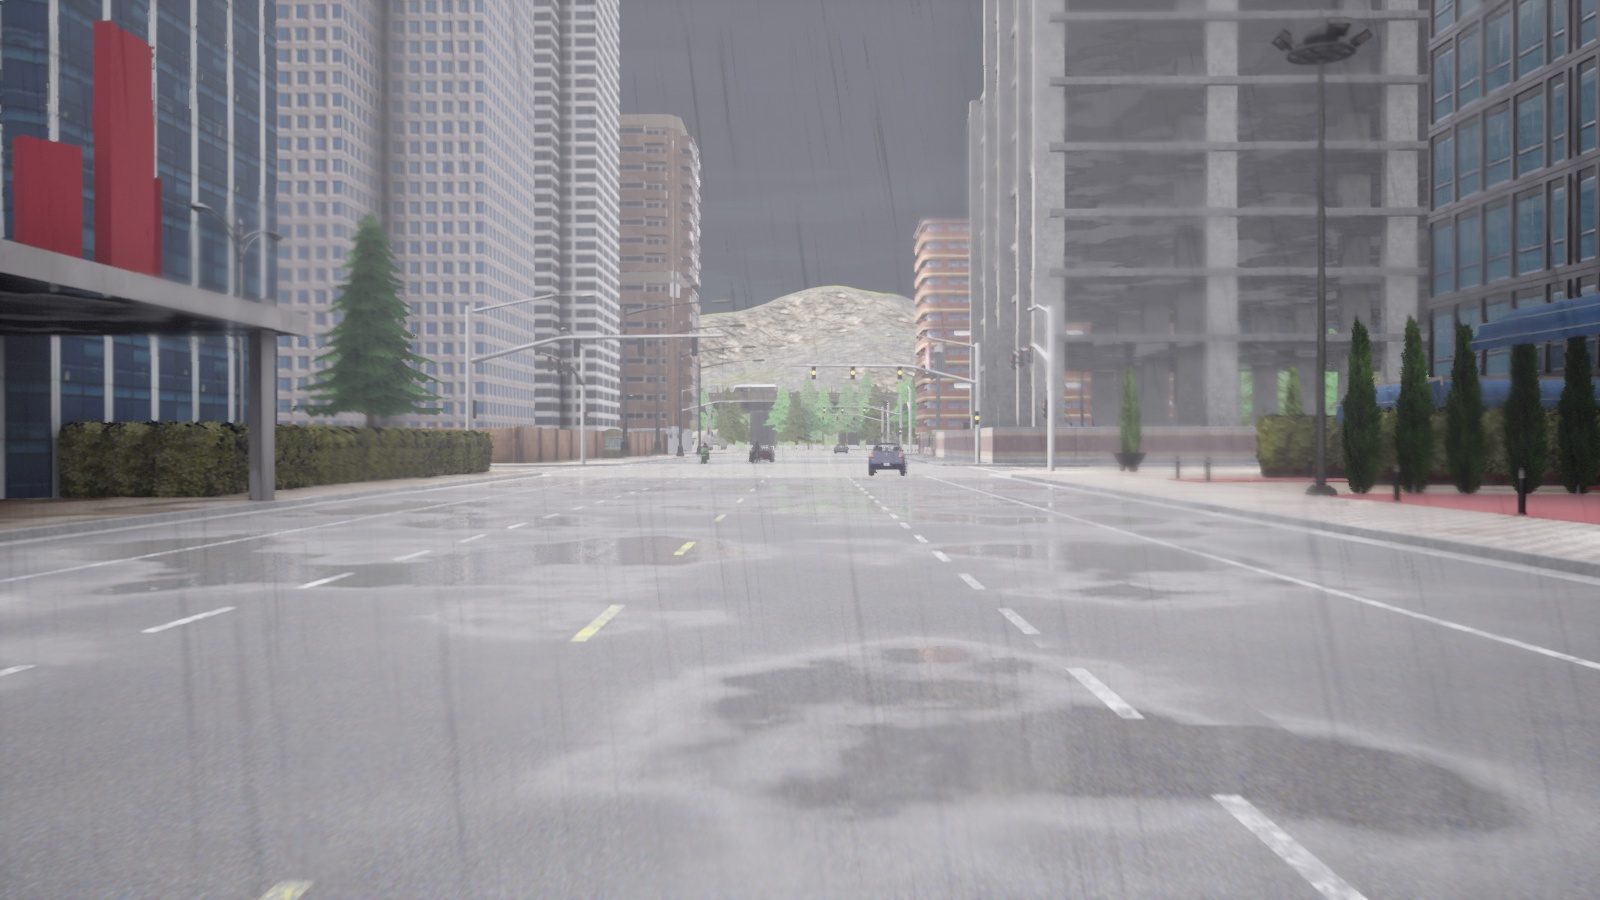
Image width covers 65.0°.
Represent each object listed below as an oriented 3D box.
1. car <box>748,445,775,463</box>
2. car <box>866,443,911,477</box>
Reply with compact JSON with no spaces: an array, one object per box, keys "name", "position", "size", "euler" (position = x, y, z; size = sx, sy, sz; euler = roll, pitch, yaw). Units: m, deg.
[{"name":"car","position":[-2.968,0.295,97.509],"size":[1.895,1.301,4.718],"euler":[0,0,1]},{"name":"car","position":[4.105,0.437,57.869],"size":[1.845,1.501,3.633],"euler":[0,0,7]}]
